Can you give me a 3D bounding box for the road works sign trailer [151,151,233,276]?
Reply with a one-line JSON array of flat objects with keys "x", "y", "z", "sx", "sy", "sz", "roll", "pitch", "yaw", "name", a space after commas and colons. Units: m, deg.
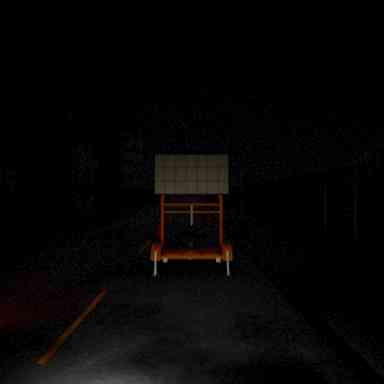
[{"x": -0.011, "y": 0.509, "z": 10.487, "sx": 2.380, "sy": 3.560, "sz": 2.880, "roll": 0, "pitch": 0, "yaw": 0, "name": "road works sign trailer"}]
